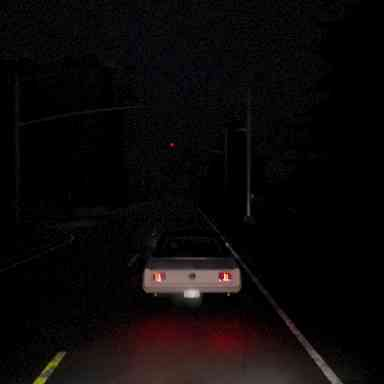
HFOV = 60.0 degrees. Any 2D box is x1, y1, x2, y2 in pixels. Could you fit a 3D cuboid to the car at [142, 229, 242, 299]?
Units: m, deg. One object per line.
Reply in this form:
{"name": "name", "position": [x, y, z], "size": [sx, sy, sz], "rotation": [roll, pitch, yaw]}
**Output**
{"name": "car", "position": [-0.036, 1.595, 8.377], "size": [1.895, 1.301, 4.718], "rotation": [0, 0, -1]}
